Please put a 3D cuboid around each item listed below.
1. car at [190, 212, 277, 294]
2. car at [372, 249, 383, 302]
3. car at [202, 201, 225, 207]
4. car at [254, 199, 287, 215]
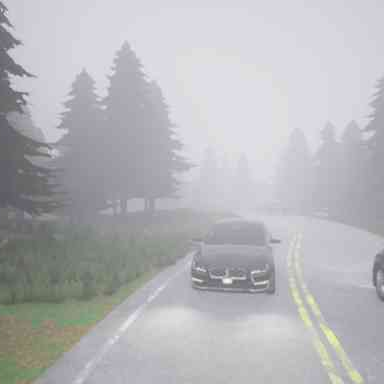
[{"bbox_3d":[1.269,1.523,9.020,1.837,1.490,4.892,-1,0,14],"label":"car"},{"bbox_3d":[4.603,1.323,5.191,2.097,1.767,4.553,-1,0,9],"label":"car"},{"bbox_3d":[2.757,1.934,45.437,1.812,1.442,4.674,4,-5,-34],"label":"car"},{"bbox_3d":[7.691,1.483,32.936,1.837,1.490,4.892,1,0,-10],"label":"car"}]
